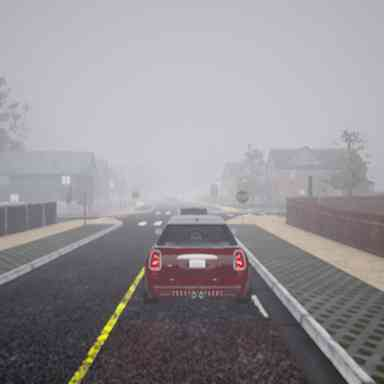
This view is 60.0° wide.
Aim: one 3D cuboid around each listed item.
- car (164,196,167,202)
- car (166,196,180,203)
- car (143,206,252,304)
[{"bbox_3d":[-5.826,1.699,83.310,1.812,1.442,4.674,0,-1,-12],"label":"car"},{"bbox_3d":[-3.944,1.715,73.817,1.994,1.385,4.181,0,0,-10],"label":"car"},{"bbox_3d":[0.100,1.337,8.256,2.097,1.767,4.553,0,0,0],"label":"car"}]
